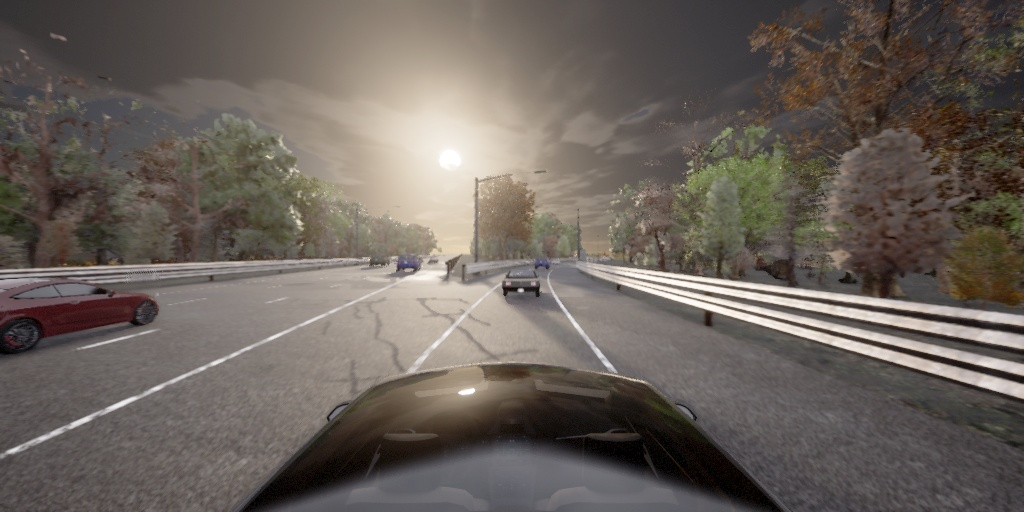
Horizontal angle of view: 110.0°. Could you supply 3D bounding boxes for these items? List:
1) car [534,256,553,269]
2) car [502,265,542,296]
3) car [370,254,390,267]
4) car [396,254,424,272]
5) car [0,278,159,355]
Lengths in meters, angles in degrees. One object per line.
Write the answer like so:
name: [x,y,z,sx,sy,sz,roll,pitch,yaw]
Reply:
car: [4.727,1.005,55.490,2.150,2.045,5.566,0,0,10]
car: [0.562,1.354,19.324,1.895,1.301,4.718,0,0,3]
car: [-21.189,0.716,57.633,2.150,2.045,5.566,0,0,-8]
car: [-11.932,0.788,41.678,2.150,2.045,5.566,0,0,-8]
car: [-10.886,1.237,8.341,1.812,1.442,4.674,0,0,-8]
